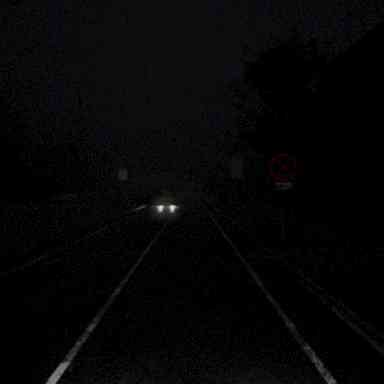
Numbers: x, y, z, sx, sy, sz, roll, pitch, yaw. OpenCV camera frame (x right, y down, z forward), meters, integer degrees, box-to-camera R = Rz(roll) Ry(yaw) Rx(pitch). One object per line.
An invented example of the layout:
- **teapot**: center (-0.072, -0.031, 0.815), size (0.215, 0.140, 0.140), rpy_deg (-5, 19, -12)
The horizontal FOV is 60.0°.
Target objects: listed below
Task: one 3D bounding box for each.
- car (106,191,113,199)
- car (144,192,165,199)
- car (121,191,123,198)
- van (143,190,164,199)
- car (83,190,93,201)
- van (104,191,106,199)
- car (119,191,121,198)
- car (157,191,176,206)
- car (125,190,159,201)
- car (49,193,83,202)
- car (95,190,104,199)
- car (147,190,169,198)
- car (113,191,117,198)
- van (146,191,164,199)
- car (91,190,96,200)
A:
- **car**: center (-22.104, 0.900, 79.759), size (4.674, 1.452, 2.002), rpy_deg (0, 0, 0)
- **car**: center (-9.021, 0.856, 79.887), size (4.892, 1.521, 2.231), rpy_deg (0, 0, 0)
- **car**: center (-22.174, 0.892, 90.900), size (4.792, 1.488, 2.163), rpy_deg (0, 0, 0)
- **van**: center (-8.902, 0.628, 77.083), size (4.442, 1.987, 1.878), rpy_deg (0, 0, 0)
- **car**: center (-22.071, 0.884, 63.051), size (5.008, 1.535, 2.097), rpy_deg (0, 0, 0)
- **van**: center (-22.206, 0.633, 74.186), size (4.442, 1.987, 1.878), rpy_deg (0, 0, 0)
- **car**: center (-22.105, 0.892, 88.115), size (4.792, 1.488, 2.163), rpy_deg (0, 0, 0)
- **car**: center (-3.351, 1.030, 46.079), size (1.882, 1.535, 5.008), rpy_deg (0, 0, 0)
- **car**: center (-8.975, 0.895, 60.268), size (4.892, 1.521, 2.231), rpy_deg (0, 0, 0)
- **car**: center (-22.051, 0.916, 57.483), size (5.008, 1.535, 2.097), rpy_deg (0, 0, 0)
- **car**: center (-22.051, 0.736, 71.406), size (4.553, 1.767, 2.185), rpy_deg (0, 0, 0)
- **car**: center (-9.084, 0.605, 88.297), size (5.566, 2.045, 2.435), rpy_deg (0, 0, 0)
- **car**: center (-21.930, 0.858, 82.545), size (5.366, 1.575, 1.946), rpy_deg (0, 0, 0)
- **van**: center (-9.152, 0.629, 82.689), size (4.442, 1.987, 1.878), rpy_deg (0, 0, 0)
- **car**: center (-22.073, 0.914, 65.838), size (4.674, 1.452, 2.002), rpy_deg (0, 0, 0)
